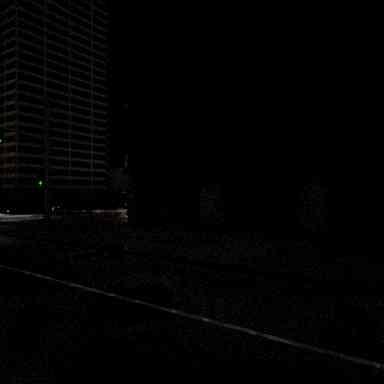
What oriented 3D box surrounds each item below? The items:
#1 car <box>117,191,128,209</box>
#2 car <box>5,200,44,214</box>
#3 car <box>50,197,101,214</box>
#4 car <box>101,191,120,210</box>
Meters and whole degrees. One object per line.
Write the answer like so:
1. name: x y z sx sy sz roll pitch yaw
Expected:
1. car: -6.798 1.221 44.384 2.150 2.045 5.566 0 0 36
2. car: -17.074 1.547 35.855 2.033 1.411 5.357 0 0 35
3. car: -12.762 1.491 35.904 2.128 1.511 4.902 0 0 35
4. car: -10.946 1.221 44.578 2.150 2.045 5.566 0 0 35
